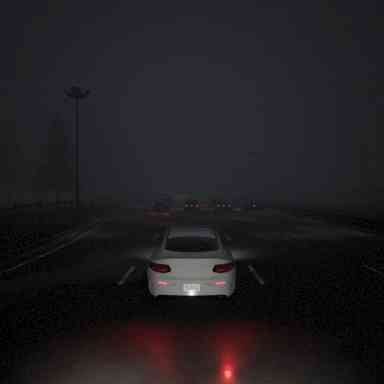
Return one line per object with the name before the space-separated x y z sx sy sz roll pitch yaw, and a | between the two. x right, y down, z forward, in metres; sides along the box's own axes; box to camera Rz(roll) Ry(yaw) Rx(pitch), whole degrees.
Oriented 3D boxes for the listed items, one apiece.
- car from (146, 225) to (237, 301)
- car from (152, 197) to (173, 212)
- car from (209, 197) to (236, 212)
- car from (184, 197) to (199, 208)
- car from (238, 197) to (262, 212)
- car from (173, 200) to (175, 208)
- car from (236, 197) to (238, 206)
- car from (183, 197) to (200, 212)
car | -0.006 1.526 8.181 1.812 1.442 4.674 0 0 0
car | -3.530 1.526 39.204 1.812 1.442 4.674 0 0 0
car | 3.471 1.547 38.793 2.033 1.411 5.357 0 0 0
car | -0.037 1.491 49.209 2.128 1.511 4.902 0 0 0
car | 6.970 1.564 39.212 1.994 1.385 4.181 0 0 0
car | -3.537 1.491 49.207 2.128 1.511 4.902 0 0 0
car | 6.963 1.526 49.215 1.812 1.442 4.674 0 0 0
car | -0.029 1.547 38.790 2.033 1.411 5.357 0 0 0
